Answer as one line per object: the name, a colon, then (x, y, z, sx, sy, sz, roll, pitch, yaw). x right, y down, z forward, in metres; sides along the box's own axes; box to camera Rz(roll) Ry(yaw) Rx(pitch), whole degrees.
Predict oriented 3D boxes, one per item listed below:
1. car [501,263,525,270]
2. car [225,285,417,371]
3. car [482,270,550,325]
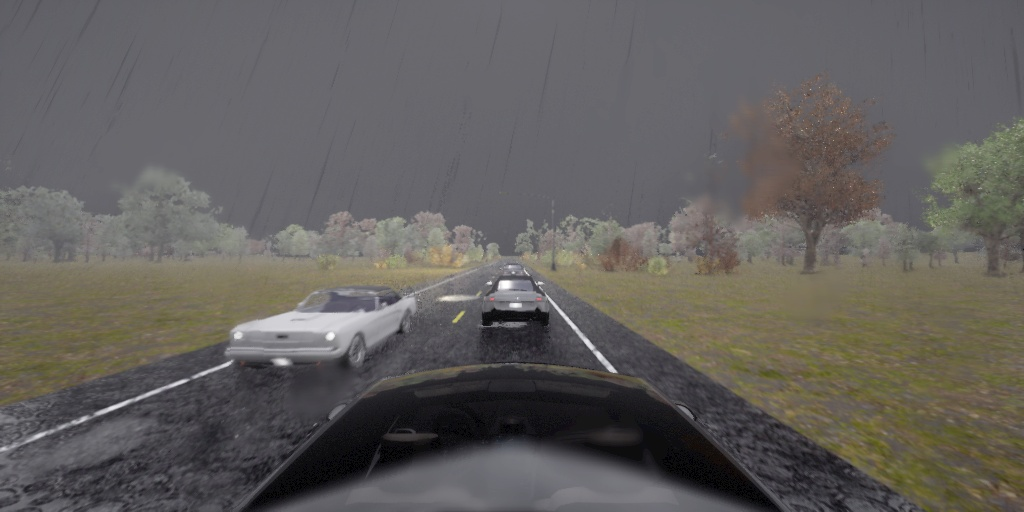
car: (0.099, 1.316, 29.535, 2.033, 1.411, 5.357, 0, 0, 0)
car: (-3.599, 1.355, 7.817, 1.895, 1.301, 4.718, 0, 0, 0)
car: (0.100, 1.321, 11.805, 1.994, 1.385, 4.181, 0, 0, 0)
